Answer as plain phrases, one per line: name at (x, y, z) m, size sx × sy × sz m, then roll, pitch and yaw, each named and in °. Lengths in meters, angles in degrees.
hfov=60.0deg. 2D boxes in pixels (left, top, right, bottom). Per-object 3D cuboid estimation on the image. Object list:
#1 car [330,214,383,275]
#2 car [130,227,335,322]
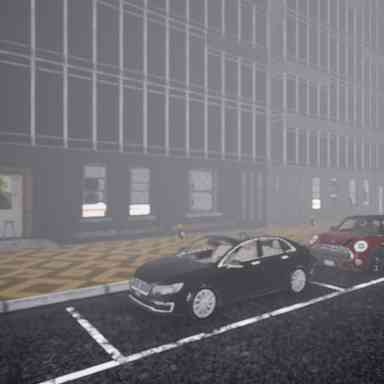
car at (5.465, 1.461, 10.457) m, size 4.097 × 1.590 × 1.967 m, roll 0°, pitch 0°, yaw -35°
car at (0.830, 1.561, 7.151) m, size 4.403 × 1.369 × 2.008 m, roll 0°, pitch 0°, yaw -35°
